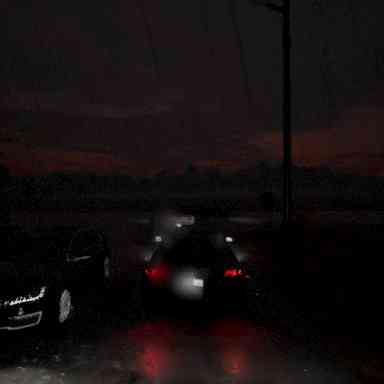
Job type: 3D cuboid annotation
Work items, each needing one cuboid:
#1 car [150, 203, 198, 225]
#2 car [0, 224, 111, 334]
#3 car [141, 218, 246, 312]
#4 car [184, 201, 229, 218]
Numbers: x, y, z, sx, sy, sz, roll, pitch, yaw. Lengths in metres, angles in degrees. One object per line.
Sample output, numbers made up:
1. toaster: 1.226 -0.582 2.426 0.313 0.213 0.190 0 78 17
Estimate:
1. car: -1.380 1.584 20.772 1.895 1.301 4.718 0 0 -17
2. car: -3.041 1.500 7.032 1.837 1.490 4.892 0 0 0
3. car: 0.046 1.557 7.807 1.994 1.385 4.181 0 0 1
4. car: 0.677 1.504 27.394 4.674 1.442 1.812 0 0 1
